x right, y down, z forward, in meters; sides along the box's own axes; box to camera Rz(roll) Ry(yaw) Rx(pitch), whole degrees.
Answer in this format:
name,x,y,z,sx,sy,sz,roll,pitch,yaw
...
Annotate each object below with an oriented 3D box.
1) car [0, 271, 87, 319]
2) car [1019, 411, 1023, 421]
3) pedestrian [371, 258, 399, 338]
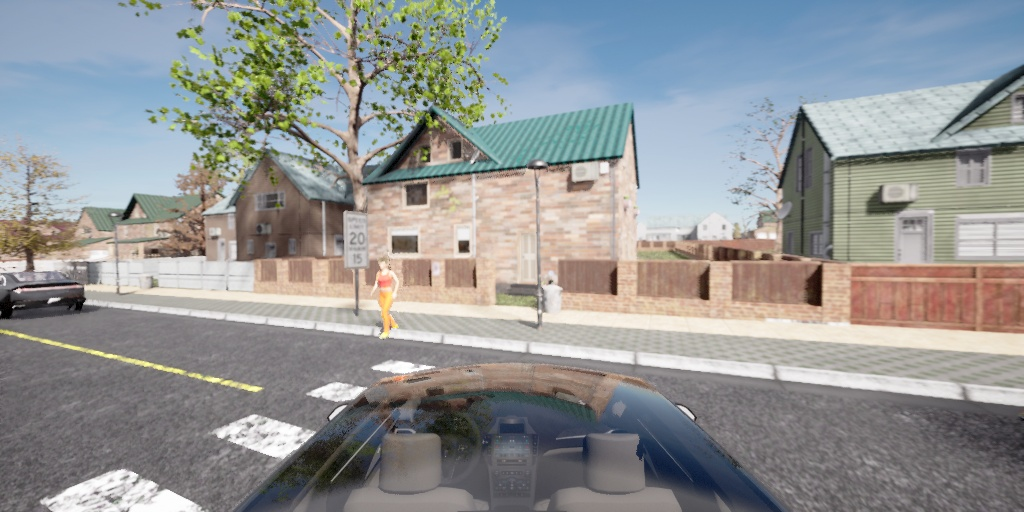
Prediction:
name,x,y,z,sx,sy,sz,roll,pitch,yaw
car,-17.733,1.320,13.109,4.902,1.511,2.128,-1,1,24
car,7.027,1.106,2.113,4.902,1.511,2.128,-1,1,24
pedestrian,-2.892,0.914,8.245,0.375,1.860,0.375,0,2,24
